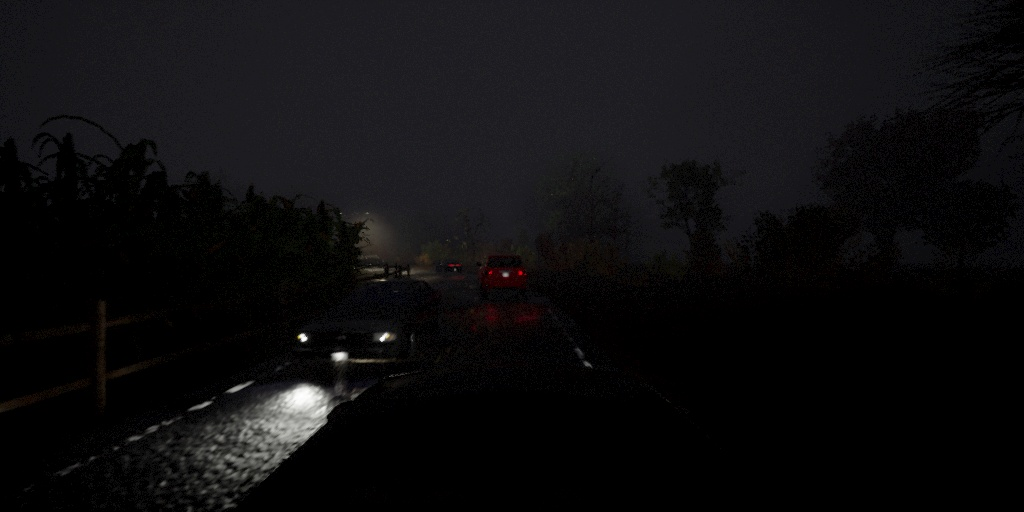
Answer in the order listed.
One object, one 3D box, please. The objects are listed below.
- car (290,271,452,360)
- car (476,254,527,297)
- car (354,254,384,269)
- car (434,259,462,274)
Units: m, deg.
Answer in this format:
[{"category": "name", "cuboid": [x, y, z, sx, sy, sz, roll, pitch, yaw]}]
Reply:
[{"category": "car", "cuboid": [-2.896, 1.275, 8.627, 2.033, 1.411, 5.357, 0, 0, -1]}, {"category": "car", "cuboid": [-0.627, 0.905, 18.666, 2.150, 2.045, 5.566, 0, 1, -8]}, {"category": "car", "cuboid": [-19.841, 0.688, 49.625, 5.566, 2.045, 2.150, 0, 0, 43]}, {"category": "car", "cuboid": [-6.614, 1.061, 36.961, 1.837, 1.490, 4.892, 0, 0, -27]}]
